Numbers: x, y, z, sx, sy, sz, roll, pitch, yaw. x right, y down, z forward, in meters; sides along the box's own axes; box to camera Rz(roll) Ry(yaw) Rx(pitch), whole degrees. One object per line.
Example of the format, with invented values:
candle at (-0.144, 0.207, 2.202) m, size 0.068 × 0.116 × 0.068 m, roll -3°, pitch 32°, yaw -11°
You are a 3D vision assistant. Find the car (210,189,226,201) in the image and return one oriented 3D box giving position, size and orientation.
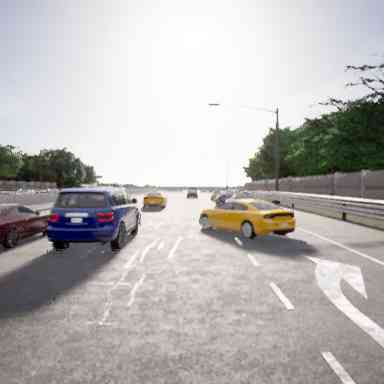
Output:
car at (3.559, 0.375, 46.156) m, size 1.801 × 1.575 × 5.366 m, roll 0°, pitch 1°, yaw 0°

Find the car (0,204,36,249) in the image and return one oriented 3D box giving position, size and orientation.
car at (-6.883, 1.154, 12.413) m, size 1.812 × 1.442 × 4.674 m, roll 0°, pitch 2°, yaw 0°

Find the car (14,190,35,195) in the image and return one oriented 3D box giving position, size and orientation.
car at (-27.931, 0.331, 55.518) m, size 1.812 × 1.442 × 4.674 m, roll 0°, pitch 2°, yaw 0°

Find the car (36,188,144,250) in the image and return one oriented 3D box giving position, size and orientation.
car at (-3.383, 0.849, 12.456) m, size 2.150 × 2.045 × 5.566 m, roll 0°, pitch 2°, yaw 0°

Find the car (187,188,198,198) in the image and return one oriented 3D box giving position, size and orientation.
car at (0.069, 0.397, 56.190) m, size 1.895 × 1.301 × 4.718 m, roll 0°, pitch 1°, yaw 0°

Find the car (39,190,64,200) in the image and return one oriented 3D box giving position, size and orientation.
car at (-20.974, 0.397, 49.929) m, size 1.812 × 1.442 × 4.674 m, roll 0°, pitch 1°, yaw 1°

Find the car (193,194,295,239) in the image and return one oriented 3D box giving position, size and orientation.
car at (2.237, 1.042, 14.730) m, size 1.882 × 1.535 × 5.008 m, roll -1°, pitch 2°, yaw -31°

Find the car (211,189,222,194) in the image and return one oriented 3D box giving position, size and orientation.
car at (3.545, 0.604, 34.985) m, size 2.163 × 1.488 × 4.792 m, roll 0°, pitch 1°, yaw 0°

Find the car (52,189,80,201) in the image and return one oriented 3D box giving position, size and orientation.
car at (-17.510, 0.394, 46.463) m, size 1.882 × 1.535 × 5.008 m, roll 0°, pitch 1°, yaw 0°

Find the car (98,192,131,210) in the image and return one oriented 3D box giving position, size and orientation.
car at (-6.862, 0.764, 29.946) m, size 1.994 × 1.385 × 4.181 m, roll 0°, pitch 1°, yaw 0°

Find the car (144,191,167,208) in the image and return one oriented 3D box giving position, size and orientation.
car at (-3.359, 0.659, 30.828) m, size 1.882 × 1.535 × 5.008 m, roll 0°, pitch 1°, yaw 0°

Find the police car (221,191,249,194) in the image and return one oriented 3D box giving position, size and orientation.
police car at (3.531, 0.837, 23.943) m, size 2.038 × 1.542 × 4.974 m, roll 0°, pitch 1°, yaw 0°
